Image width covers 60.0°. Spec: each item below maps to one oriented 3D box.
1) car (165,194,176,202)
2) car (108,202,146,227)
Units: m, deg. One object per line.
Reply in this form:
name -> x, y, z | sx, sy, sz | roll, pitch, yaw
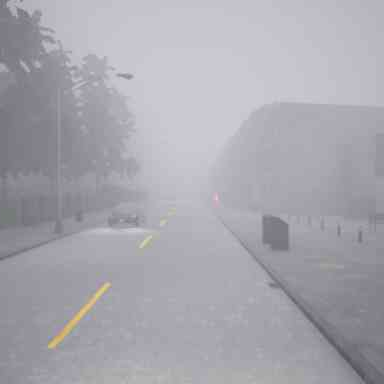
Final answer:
car -> -4.060, 1.108, 63.181 | 1.994, 1.385, 4.181 | 0, 0, 1
car -> -4.090, 1.371, 21.541 | 1.812, 1.442, 4.674 | 0, 0, 0
